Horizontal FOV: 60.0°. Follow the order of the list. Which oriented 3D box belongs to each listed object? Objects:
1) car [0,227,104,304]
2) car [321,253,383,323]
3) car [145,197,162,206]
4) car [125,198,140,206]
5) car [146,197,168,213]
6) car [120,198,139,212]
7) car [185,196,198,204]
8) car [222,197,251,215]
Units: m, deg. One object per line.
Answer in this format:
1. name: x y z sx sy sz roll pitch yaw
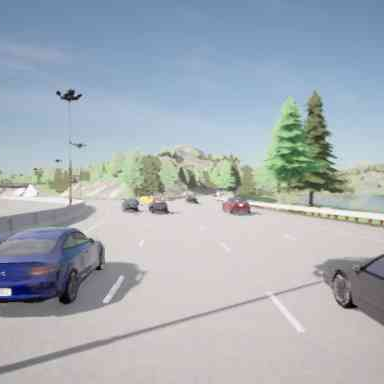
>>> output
1. car: -3.436 1.583 8.108 1.812 1.442 4.674 0 0 -3
2. car: 3.811 1.495 4.754 2.033 1.411 5.357 -1 0 -3
3. car: -7.031 1.629 60.871 1.882 1.535 5.008 0 0 -21
4. car: -11.027 1.775 61.428 1.994 1.385 4.181 -1 0 -21
5. car: -3.863 1.579 37.559 2.128 1.511 4.902 -1 0 -13
6. car: -7.927 1.697 42.016 2.033 1.411 5.357 -1 0 -17
7. car: -0.088 1.556 65.237 1.837 1.490 4.892 -1 -1 -8
8. car: 4.478 1.314 34.264 2.097 1.767 4.553 -1 0 -7
